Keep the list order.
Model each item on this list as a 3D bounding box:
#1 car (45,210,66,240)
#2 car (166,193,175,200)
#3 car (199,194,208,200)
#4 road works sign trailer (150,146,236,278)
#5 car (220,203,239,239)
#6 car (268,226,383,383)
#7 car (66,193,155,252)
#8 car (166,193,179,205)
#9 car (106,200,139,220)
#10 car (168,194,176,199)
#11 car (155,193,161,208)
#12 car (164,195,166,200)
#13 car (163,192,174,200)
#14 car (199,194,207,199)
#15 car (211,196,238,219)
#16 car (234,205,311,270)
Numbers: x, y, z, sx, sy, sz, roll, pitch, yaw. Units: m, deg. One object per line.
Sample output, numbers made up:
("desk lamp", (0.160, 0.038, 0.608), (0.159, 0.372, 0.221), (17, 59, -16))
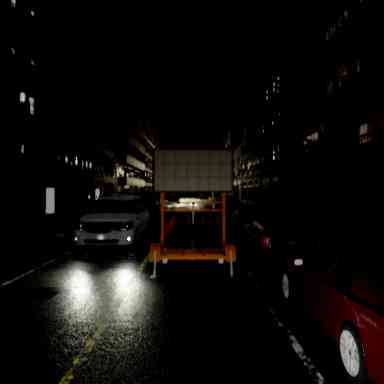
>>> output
("car", (-5.653, 1.497, 16.514), (1.947, 1.339, 4.313), (0, 0, 0))
("car", (-5.503, 1.070, 84.150), (1.967, 1.590, 4.097), (0, 0, 0))
("car", (2.865, 1.180, 78.662), (1.752, 1.417, 4.829), (0, 0, 0))
("road works sign trailer", (0.037, 0.423, 10.007), (2.380, 3.560, 2.880), (0, 0, 0))
("car", (2.728, 1.482, 16.492), (2.008, 1.369, 4.403), (0, 0, 0))
("car", (2.703, 1.523, 5.220), (1.887, 1.381, 4.507), (0, 0, 0))
("car", (-3.068, 1.163, 13.979), (2.150, 2.045, 5.566), (0, 0, 0))
("car", (-2.973, 1.318, 53.081), (2.033, 1.411, 5.357), (0, 0, 0))
("car", (-5.628, 1.409, 27.617), (1.752, 1.417, 4.829), (0, 0, 0))
("car", (-5.491, 1.148, 89.788), (1.887, 1.381, 4.507), (0, 0, 0))
("car", (-5.591, 1.249, 44.697), (1.967, 1.590, 4.097), (0, 0, 0))
("car", (-5.577, 1.098, 50.332), (2.192, 1.841, 5.009), (0, 0, 0))
("car", (-5.515, 0.971, 78.514), (2.192, 1.841, 5.009), (0, 0, 0))
("car", (2.890, 1.148, 89.765), (1.887, 1.381, 4.507), (0, 0, 0))
("car", (2.754, 1.198, 27.764), (2.192, 1.841, 5.009), (0, 0, 0))
("car", (2.716, 1.395, 10.856), (1.967, 1.590, 4.097), (0, 0, 0))
